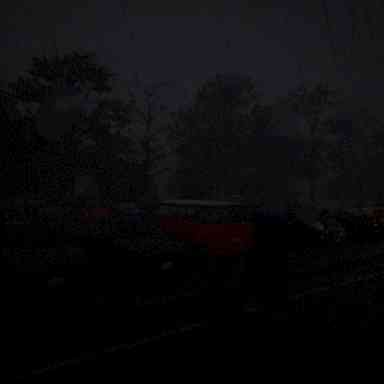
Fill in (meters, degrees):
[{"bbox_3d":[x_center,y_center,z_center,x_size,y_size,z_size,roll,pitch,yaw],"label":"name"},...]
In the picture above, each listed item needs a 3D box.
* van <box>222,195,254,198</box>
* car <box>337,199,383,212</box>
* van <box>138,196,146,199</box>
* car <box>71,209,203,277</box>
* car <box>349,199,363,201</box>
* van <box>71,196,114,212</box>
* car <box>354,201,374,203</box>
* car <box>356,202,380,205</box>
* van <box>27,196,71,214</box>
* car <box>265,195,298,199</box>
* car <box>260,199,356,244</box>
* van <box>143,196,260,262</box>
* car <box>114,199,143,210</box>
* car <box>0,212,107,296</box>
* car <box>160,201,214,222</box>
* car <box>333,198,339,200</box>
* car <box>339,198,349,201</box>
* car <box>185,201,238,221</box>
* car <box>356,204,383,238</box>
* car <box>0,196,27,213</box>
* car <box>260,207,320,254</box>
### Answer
[{"bbox_3d":[3.848,1.330,31.043,1.878,1.987,4.442,1,0,-35],"label":"van"},{"bbox_3d":[22.000,1.770,43.750,2.097,1.535,5.008,1,0,-35],"label":"car"},{"bbox_3d":[-2.684,1.285,26.141,1.878,1.987,4.442,0,0,-36],"label":"van"},{"bbox_3d":[-2.029,1.531,10.673,2.163,1.488,4.792,0,0,-35],"label":"car"},{"bbox_3d":[17.593,1.747,40.599,2.163,1.488,4.792,1,0,-35],"label":"car"},{"bbox_3d":[-7.348,1.277,23.113,1.878,1.987,4.442,0,0,-35],"label":"van"},{"bbox_3d":[11.547,1.555,20.098,1.946,1.575,5.366,1,0,-35],"label":"car"},{"bbox_3d":[9.168,1.535,18.867,1.946,1.575,5.366,1,0,-35],"label":"car"},{"bbox_3d":[-9.473,1.274,21.321,1.878,1.987,4.442,0,0,-35],"label":"van"},{"bbox_3d":[8.521,1.358,34.244,2.435,2.045,5.566,1,0,-35],"label":"car"},{"bbox_3d":[4.731,1.388,15.535,2.185,1.767,4.553,0,0,-35],"label":"car"},{"bbox_3d":[0.153,1.279,12.397,1.878,1.987,4.442,0,0,-35],"label":"van"},{"bbox_3d":[-5.023,1.505,24.623,2.097,1.535,5.008,0,0,-35],"label":"car"},{"bbox_3d":[-4.294,1.528,9.069,2.163,1.488,4.792,0,0,-35],"label":"car"},{"bbox_3d":[-0.518,1.550,27.843,2.163,1.488,4.792,0,0,-35],"label":"car"},{"bbox_3d":[13.163,1.660,37.270,1.946,1.575,5.366,1,0,-35],"label":"car"},{"bbox_3d":[15.317,1.730,39.020,2.002,1.452,4.674,1,0,-35],"label":"car"},{"bbox_3d":[1.636,1.564,29.368,2.163,1.488,4.792,1,0,-35],"label":"car"},{"bbox_3d":[7.021,1.524,17.111,2.231,1.521,4.892,1,0,-35],"label":"car"},{"bbox_3d":[-11.785,1.245,19.793,2.435,2.045,5.566,0,0,-35],"label":"car"},{"bbox_3d":[2.469,1.537,13.931,2.163,1.488,4.792,0,0,-35],"label":"car"}]
